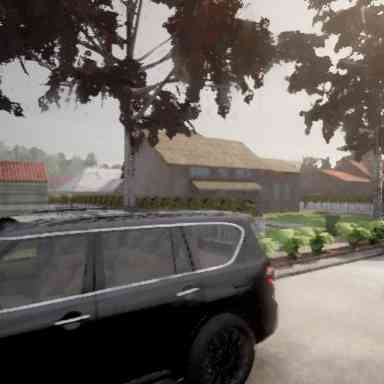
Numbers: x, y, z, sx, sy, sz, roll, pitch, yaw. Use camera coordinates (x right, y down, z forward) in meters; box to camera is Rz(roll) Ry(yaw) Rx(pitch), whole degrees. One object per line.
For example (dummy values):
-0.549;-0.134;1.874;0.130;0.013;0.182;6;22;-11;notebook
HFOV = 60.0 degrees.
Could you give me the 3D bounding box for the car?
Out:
-1.470;1.226;3.556;5.566;2.045;2.150;1;0;-36;car
